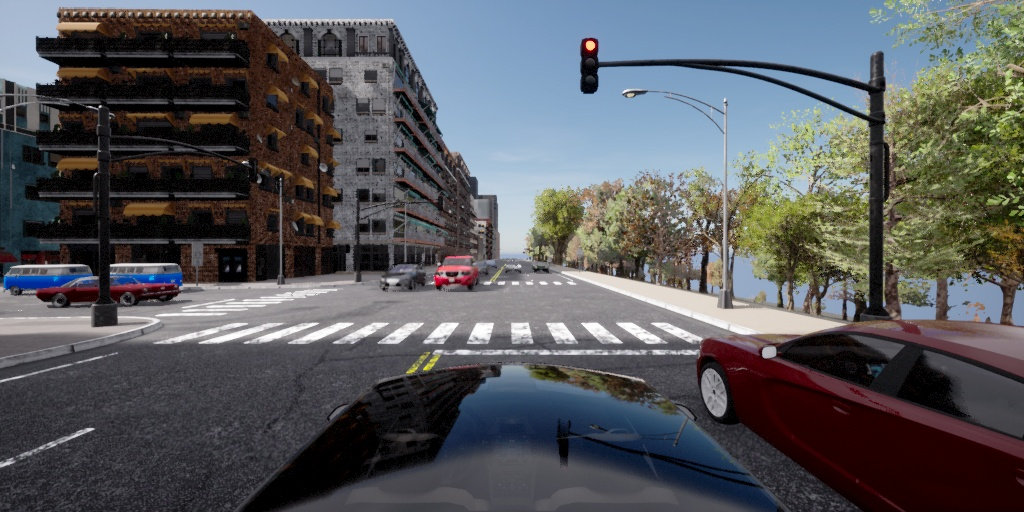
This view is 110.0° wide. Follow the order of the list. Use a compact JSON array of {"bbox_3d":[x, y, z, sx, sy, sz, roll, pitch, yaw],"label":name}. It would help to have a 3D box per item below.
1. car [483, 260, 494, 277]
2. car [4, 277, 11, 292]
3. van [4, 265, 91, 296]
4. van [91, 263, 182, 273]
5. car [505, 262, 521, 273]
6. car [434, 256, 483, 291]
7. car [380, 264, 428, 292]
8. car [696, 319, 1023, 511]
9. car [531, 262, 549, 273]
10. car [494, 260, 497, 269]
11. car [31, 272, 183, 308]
[{"bbox_3d":[-3.316,1.245,36.475,2.128,1.511,4.902,0,0,0],"label":"car"},{"bbox_3d":[-22.621,1.624,13.678,4.207,1.307,1.802,0,0,-1],"label":"car"},{"bbox_3d":[-28.302,1.425,21.953,3.998,1.789,1.690,0,0,-1],"label":"van"},{"bbox_3d":[-22.701,1.351,22.024,3.998,1.789,1.690,0,0,-1],"label":"van"},{"bbox_3d":[0.140,1.358,44.109,1.895,1.301,4.718,0,0,0],"label":"car"},{"bbox_3d":[-3.340,1.000,22.645,2.150,2.045,5.566,0,0,0],"label":"car"},{"bbox_3d":[-6.592,1.289,22.257,2.128,1.511,4.902,-1,0,0],"label":"car"},{"bbox_3d":[3.350,1.228,2.718,1.882,1.535,5.008,0,0,0],"label":"car"},{"bbox_3d":[3.390,1.358,44.083,1.895,1.301,4.718,0,0,0],"label":"car"},{"bbox_3d":[-3.291,1.289,54.964,1.812,1.442,4.674,0,0,0],"label":"car"},{"bbox_3d":[-18.085,1.573,16.288,4.718,1.301,1.895,-1,0,-1],"label":"car"}]
